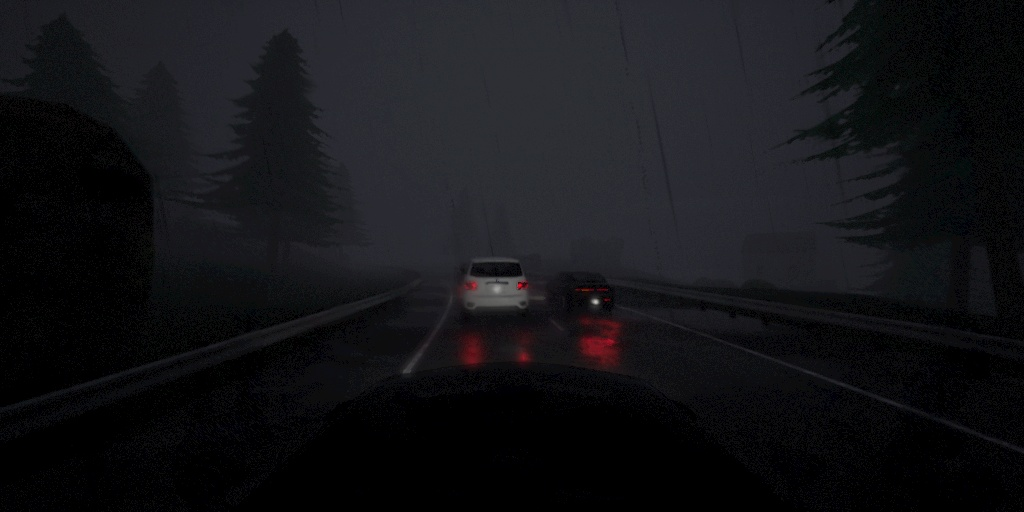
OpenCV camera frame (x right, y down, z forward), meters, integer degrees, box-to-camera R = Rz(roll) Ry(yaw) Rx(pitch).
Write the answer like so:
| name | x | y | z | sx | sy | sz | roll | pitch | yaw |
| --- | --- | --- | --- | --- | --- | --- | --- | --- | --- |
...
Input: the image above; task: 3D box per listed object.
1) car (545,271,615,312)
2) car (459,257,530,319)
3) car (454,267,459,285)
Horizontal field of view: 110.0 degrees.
| name | x | y | z | sx | sy | sz | roll | pitch | yaw |
| --- | --- | --- | --- | --- | --- | --- | --- | --- | --- |
| car | 2.643 | 1.350 | 14.793 | 1.837 | 1.490 | 4.892 | 0 | 0 | -6 |
| car | -0.715 | 1.064 | 13.392 | 2.150 | 2.045 | 5.566 | 0 | 0 | -6 |
| car | -3.562 | 1.322 | 29.364 | 2.097 | 1.767 | 4.553 | 0 | -1 | -14 |
